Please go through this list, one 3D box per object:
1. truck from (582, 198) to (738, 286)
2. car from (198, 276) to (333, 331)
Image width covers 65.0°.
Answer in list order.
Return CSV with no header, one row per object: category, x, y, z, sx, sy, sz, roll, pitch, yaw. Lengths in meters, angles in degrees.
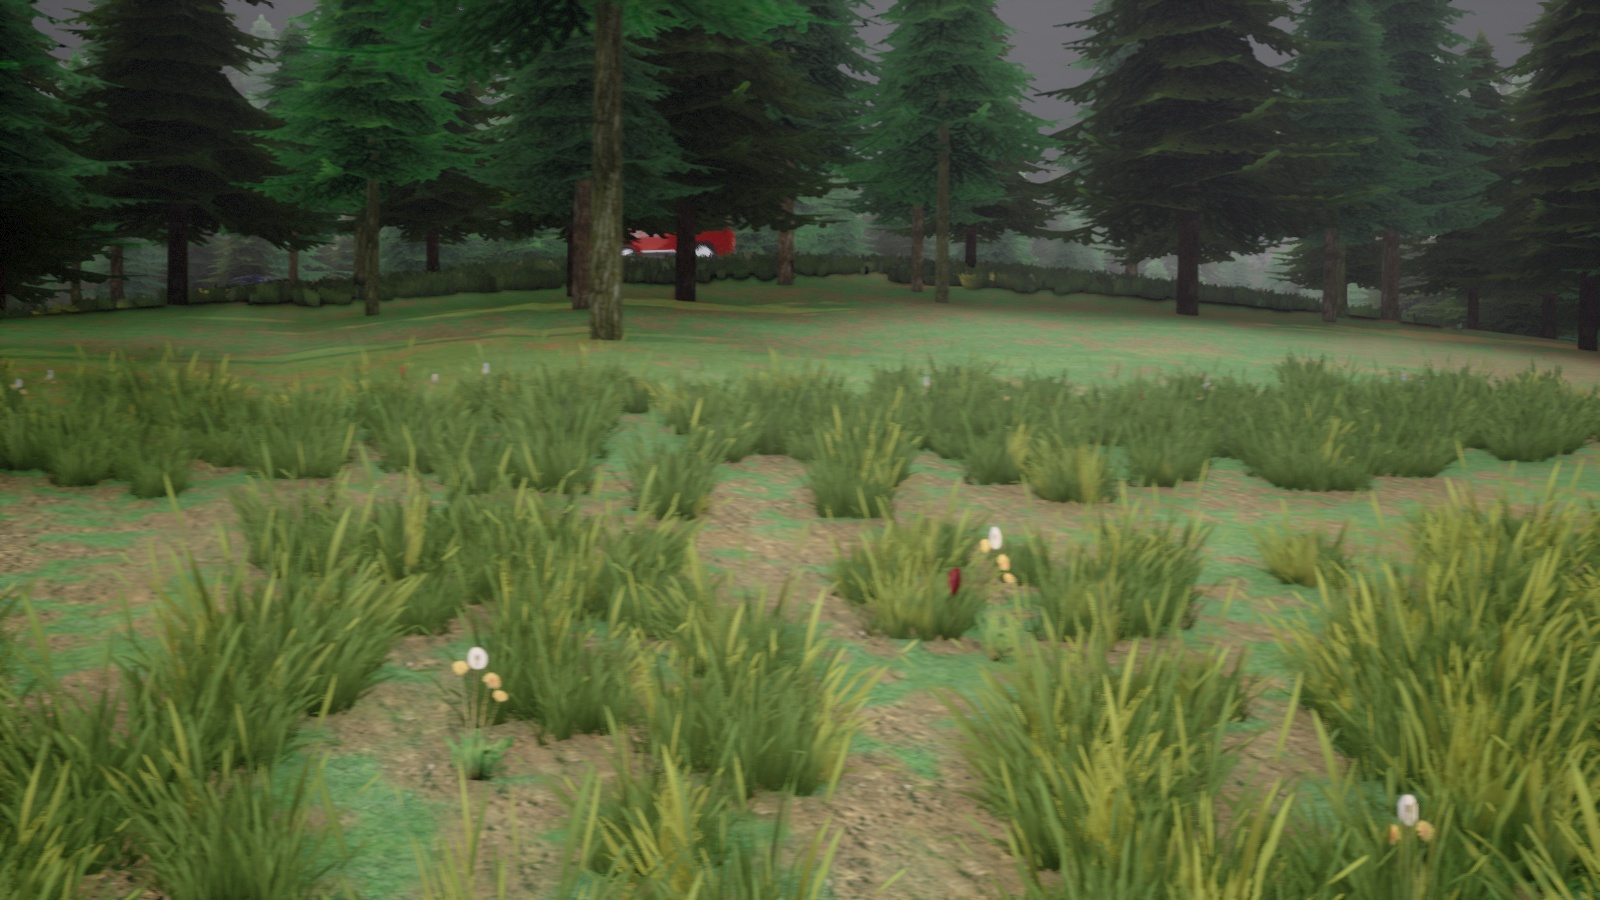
truck,-4.896,-7.353,44.625,5.204,2.467,2.627,-3,1,-3
car,-20.080,-5.464,47.154,4.718,1.301,1.895,-5,-1,25
